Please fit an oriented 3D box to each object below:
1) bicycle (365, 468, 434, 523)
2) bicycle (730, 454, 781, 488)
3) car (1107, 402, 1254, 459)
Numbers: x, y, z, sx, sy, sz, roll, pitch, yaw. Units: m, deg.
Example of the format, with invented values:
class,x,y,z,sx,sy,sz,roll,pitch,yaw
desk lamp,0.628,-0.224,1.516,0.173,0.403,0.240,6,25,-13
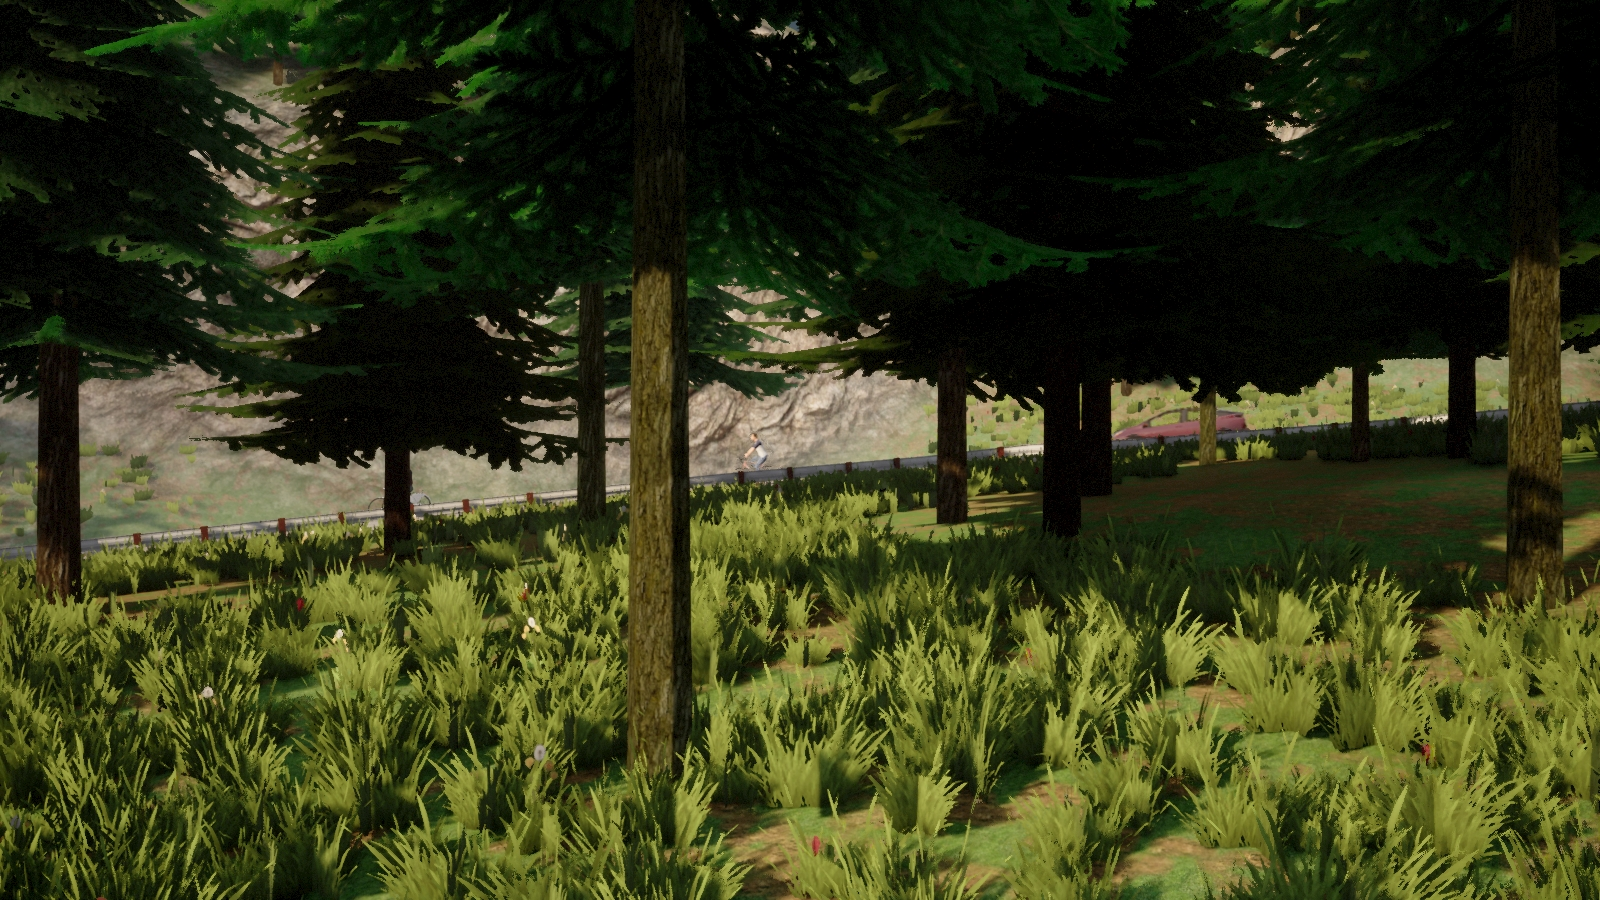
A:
class,x,y,z,sx,sy,sz,roll,pitch,yaw
bicycle,-12.075,1.355,34.490,1.835,1.471,0.329,-5,2,-29
bicycle,-1.520,0.715,38.992,1.643,1.024,0.373,-5,1,-11
car,12.848,-0.630,38.758,4.514,1.525,2.007,-5,-1,17
